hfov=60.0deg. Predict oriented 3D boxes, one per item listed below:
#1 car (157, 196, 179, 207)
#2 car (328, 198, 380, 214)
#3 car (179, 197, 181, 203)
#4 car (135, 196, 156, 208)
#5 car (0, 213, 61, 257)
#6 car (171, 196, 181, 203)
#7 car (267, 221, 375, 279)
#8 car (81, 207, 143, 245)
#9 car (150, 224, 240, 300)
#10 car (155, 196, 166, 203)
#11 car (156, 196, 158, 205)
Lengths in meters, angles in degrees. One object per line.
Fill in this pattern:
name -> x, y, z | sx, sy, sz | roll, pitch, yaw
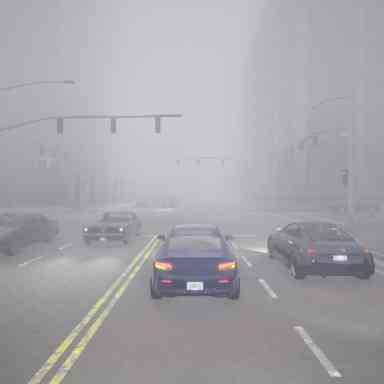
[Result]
car -> -3.483, 1.492, 49.696 | 2.128, 1.511, 4.902 | 0, 0, 0
car -> 16.784, 1.422, 34.535 | 5.008, 1.535, 1.882 | 0, 0, 0
car -> -3.433, 1.478, 60.525 | 1.882, 1.535, 5.008 | 0, 0, 1
car -> -6.988, 1.547, 48.490 | 2.033, 1.411, 5.357 | 0, 0, 0
car -> -7.071, 1.547, 13.305 | 2.033, 1.411, 5.357 | 0, 0, 0
car -> -3.338, 1.553, 71.779 | 1.994, 1.385, 4.181 | 0, 0, 0
car -> 3.594, 1.564, 10.029 | 1.994, 1.385, 4.181 | 0, 0, 0
car -> -3.566, 1.601, 15.574 | 1.895, 1.301, 4.718 | 0, 0, 0
car -> 0.078, 1.526, 8.293 | 1.812, 1.442, 4.674 | 0, 0, 1
car -> -6.836, 1.540, 72.479 | 2.033, 1.411, 5.357 | 0, 0, 0
car -> -6.947, 1.504, 58.536 | 1.837, 1.490, 4.892 | 0, 0, 0
